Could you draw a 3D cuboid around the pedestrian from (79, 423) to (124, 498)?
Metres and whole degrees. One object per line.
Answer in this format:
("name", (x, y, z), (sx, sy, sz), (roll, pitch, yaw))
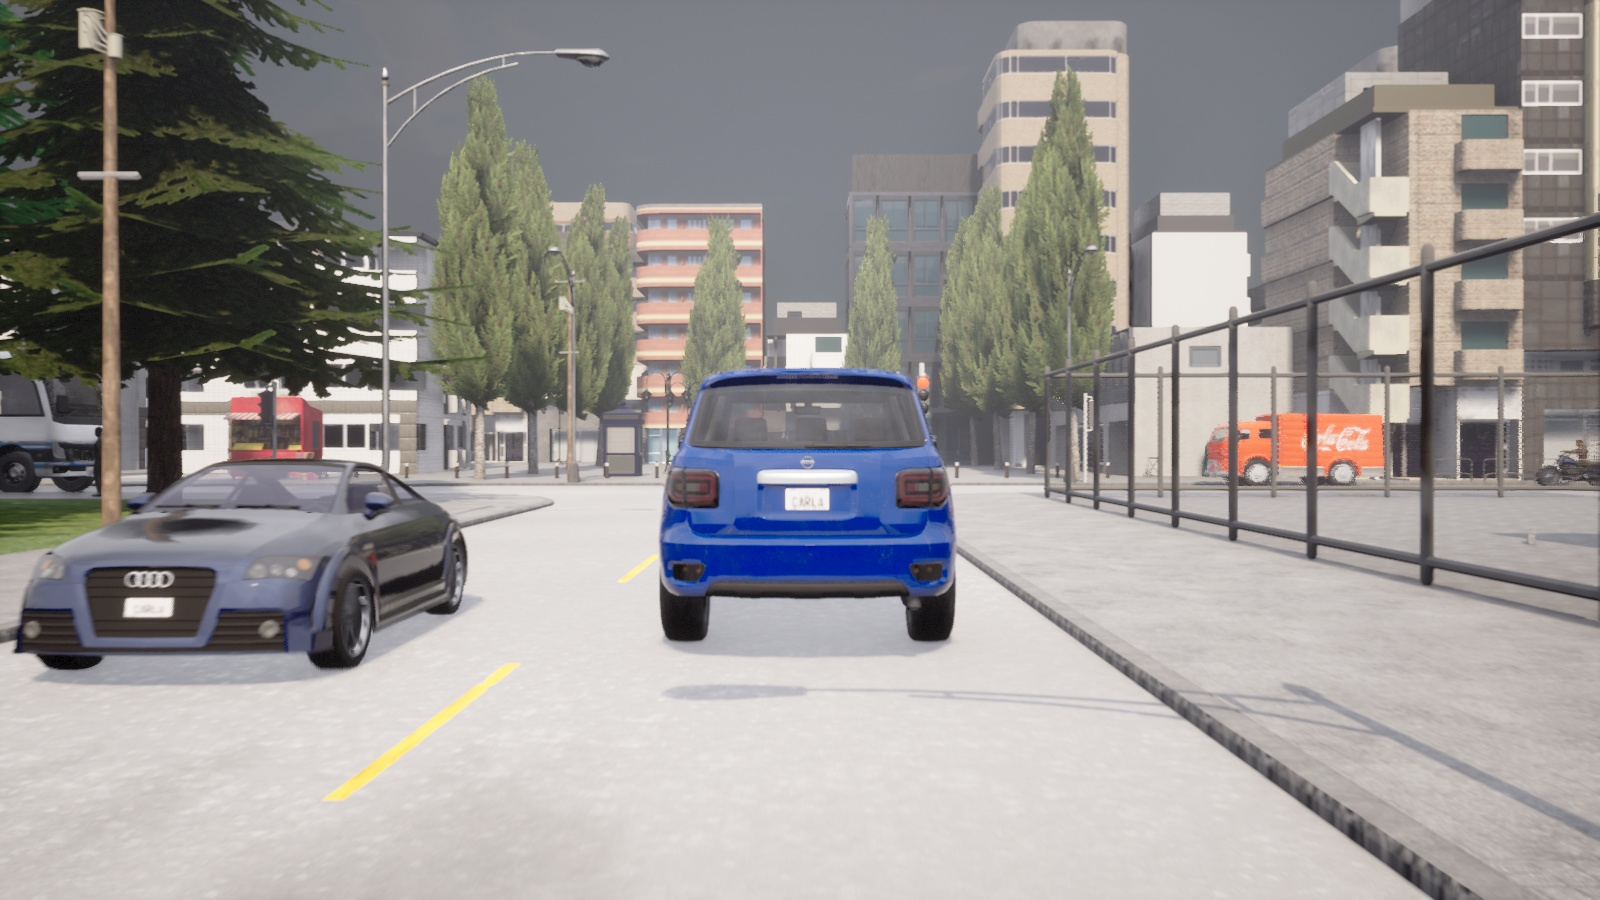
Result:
("pedestrian", (-17.861, 0.261, 32.101), (0.849, 1.883, 0.563), (0, 0, -7))

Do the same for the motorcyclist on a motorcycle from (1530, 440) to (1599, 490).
("motorcyclist on a motorcycle", (25.501, 0.483, 41.437), (2.350, 1.649, 0.766), (0, 0, 0))

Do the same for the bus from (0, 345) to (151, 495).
("bus", (-25.600, -0.862, 37.670), (10.273, 4.253, 3.944), (0, 0, 2))

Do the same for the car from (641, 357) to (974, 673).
("car", (0.066, 0.404, 10.897), (2.150, 2.045, 5.566), (0, 0, 0))

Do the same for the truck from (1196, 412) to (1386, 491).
("truck", (16.118, 0.047, 41.470), (5.204, 2.467, 2.627), (1, 0, 0))

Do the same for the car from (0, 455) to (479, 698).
("car", (-3.944, 0.754, 9.474), (1.994, 1.385, 4.181), (0, 0, 0))
